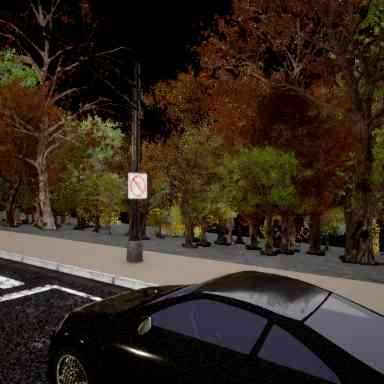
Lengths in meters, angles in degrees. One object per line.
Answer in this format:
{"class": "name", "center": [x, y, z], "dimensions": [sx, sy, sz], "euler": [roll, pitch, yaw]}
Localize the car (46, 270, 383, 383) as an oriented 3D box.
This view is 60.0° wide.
{"class": "car", "center": [0.382, 1.564, 3.414], "dimensions": [4.181, 1.385, 1.994], "euler": [0, 0, 36]}
